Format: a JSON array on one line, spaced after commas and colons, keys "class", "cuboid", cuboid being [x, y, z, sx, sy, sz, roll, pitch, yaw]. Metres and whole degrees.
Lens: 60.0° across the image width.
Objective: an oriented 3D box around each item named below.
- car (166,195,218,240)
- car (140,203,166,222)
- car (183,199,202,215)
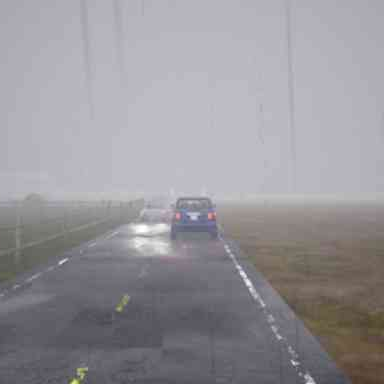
[{"class": "car", "cuboid": [0.087, 1.182, 16.873, 2.150, 2.045, 5.566, 0, 0, 0]}, {"class": "car", "cuboid": [-2.847, 1.544, 26.036, 1.895, 1.301, 4.718, 0, 0, 0]}, {"class": "car", "cuboid": [0.094, 1.456, 34.015, 1.812, 1.442, 4.674, 0, 0, 0]}]
